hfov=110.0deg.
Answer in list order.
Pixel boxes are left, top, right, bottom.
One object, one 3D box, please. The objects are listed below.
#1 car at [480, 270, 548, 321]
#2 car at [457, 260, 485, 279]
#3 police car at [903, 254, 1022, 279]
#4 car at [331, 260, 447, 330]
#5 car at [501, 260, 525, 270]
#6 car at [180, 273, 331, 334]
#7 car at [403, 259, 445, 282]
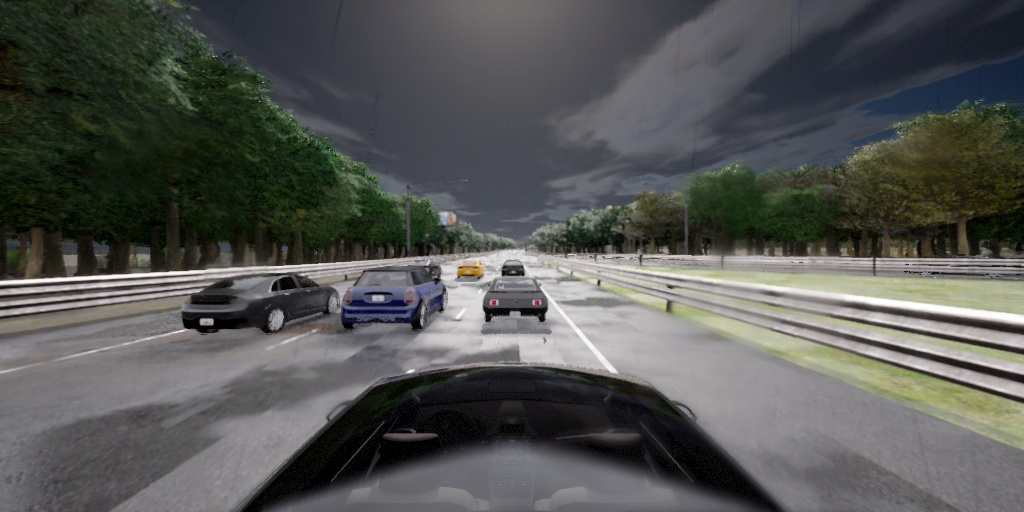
[{"bbox_3d":[0.092,1.334,12.318,1.895,1.301,4.718,0,0,0],"label":"car"},{"bbox_3d":[-3.404,1.044,30.240,1.882,1.535,5.008,0,1,0],"label":"car"},{"bbox_3d":[31.323,0.687,25.149,1.930,1.638,5.238,0,0,-39],"label":"police car"},{"bbox_3d":[-3.402,1.090,11.241,2.097,1.767,4.553,0,0,0],"label":"car"},{"bbox_3d":[0.096,1.044,30.228,1.882,1.535,5.008,0,1,0],"label":"car"},{"bbox_3d":[-6.900,1.245,10.527,1.837,1.490,4.892,0,0,0],"label":"car"},{"bbox_3d":[-6.903,1.080,28.645,2.128,1.511,4.902,0,1,0],"label":"car"}]
